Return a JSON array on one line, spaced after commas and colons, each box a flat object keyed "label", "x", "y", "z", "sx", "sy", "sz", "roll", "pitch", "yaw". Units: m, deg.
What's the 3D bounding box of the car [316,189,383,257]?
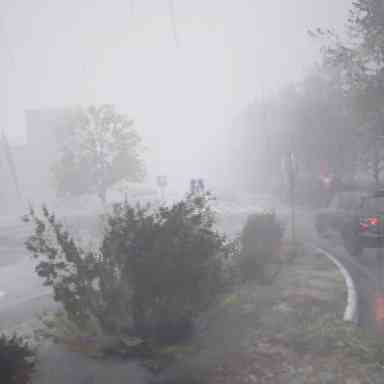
[{"label": "car", "x": 6.211, "y": 0.934, "z": 12.037, "sx": 2.150, "sy": 2.045, "sz": 5.566, "roll": -4, "pitch": 1, "yaw": 7}]

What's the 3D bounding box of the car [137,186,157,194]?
[{"label": "car", "x": -11.336, "y": -0.510, "z": 83.684, "sx": 4.553, "sy": 1.767, "sz": 2.185, "roll": -6, "pitch": 2, "yaw": -27}]

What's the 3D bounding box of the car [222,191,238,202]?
[{"label": "car", "x": 3.760, "y": 0.498, "z": 37.742, "sx": 1.895, "sy": 1.301, "sz": 4.718, "roll": -4, "pitch": 2, "yaw": -7}]

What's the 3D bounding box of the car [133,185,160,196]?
[{"label": "car", "x": -10.598, "y": -0.467, "z": 77.754, "sx": 5.566, "sy": 2.045, "sz": 2.435, "roll": -6, "pitch": 2, "yaw": -27}]

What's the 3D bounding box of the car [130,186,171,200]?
[{"label": "car", "x": -5.615, "y": 0.820, "z": 35.980, "sx": 5.566, "sy": 2.045, "sz": 2.435, "roll": -6, "pitch": 3, "yaw": -27}]

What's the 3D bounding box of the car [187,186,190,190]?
[{"label": "car", "x": 0.010, "y": -0.564, "z": 68.102, "sx": 1.882, "sy": 1.535, "sz": 5.008, "roll": -4, "pitch": 2, "yaw": -7}]

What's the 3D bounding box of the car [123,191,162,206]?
[{"label": "car", "x": -6.678, "y": 0.829, "z": 44.956, "sx": 4.674, "sy": 1.452, "sz": 2.002, "roll": -6, "pitch": 2, "yaw": -27}]

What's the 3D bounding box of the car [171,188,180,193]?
[{"label": "car", "x": -3.360, "y": -0.038, "z": 62.078, "sx": 2.033, "sy": 1.411, "sz": 5.357, "roll": -4, "pitch": 2, "yaw": -6}]

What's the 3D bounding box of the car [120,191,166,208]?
[{"label": "car", "x": -6.146, "y": 0.862, "z": 42.057, "sx": 5.366, "sy": 1.575, "sz": 1.946, "roll": -6, "pitch": 2, "yaw": -27}]

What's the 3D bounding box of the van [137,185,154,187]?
[{"label": "van", "x": -7.157, "y": 0.481, "z": 47.868, "sx": 4.442, "sy": 1.987, "sz": 1.878, "roll": -6, "pitch": 3, "yaw": -27}]

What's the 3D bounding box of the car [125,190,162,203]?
[{"label": "car", "x": -7.390, "y": 0.602, "z": 50.912, "sx": 5.008, "sy": 1.535, "sz": 2.097, "roll": -6, "pitch": 3, "yaw": -27}]

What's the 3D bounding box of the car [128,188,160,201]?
[{"label": "car", "x": -7.798, "y": 0.387, "z": 53.883, "sx": 4.553, "sy": 1.767, "sz": 2.185, "roll": -6, "pitch": 2, "yaw": -27}]
